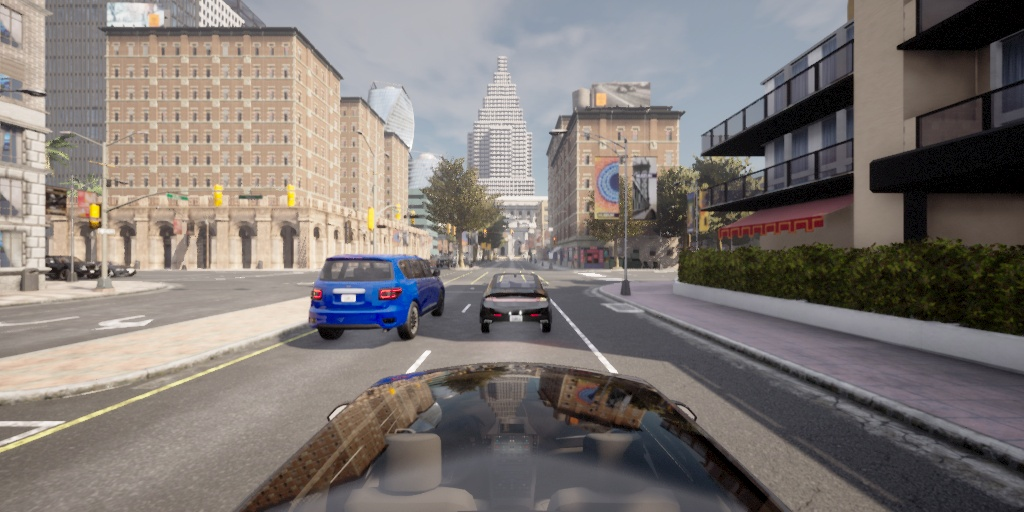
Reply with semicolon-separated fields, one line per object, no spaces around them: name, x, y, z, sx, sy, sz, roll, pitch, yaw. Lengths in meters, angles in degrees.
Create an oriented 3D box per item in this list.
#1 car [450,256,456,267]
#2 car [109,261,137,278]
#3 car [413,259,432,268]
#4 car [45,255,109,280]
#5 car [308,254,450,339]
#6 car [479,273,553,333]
car;-11.523;0.952;61.783;2.150;2.045;5.566;0;0;0
car;-38.282;1.231;33.716;4.902;1.511;2.128;0;0;0
car;-15.024;1.236;60.354;1.837;1.490;4.892;0;0;0
car;-38.130;0.962;30.197;5.566;2.045;2.150;0;0;0
car;-3.401;0.969;10.153;2.150;2.045;5.566;0;0;0
car;0.102;1.239;10.768;2.128;1.511;4.902;0;0;0
